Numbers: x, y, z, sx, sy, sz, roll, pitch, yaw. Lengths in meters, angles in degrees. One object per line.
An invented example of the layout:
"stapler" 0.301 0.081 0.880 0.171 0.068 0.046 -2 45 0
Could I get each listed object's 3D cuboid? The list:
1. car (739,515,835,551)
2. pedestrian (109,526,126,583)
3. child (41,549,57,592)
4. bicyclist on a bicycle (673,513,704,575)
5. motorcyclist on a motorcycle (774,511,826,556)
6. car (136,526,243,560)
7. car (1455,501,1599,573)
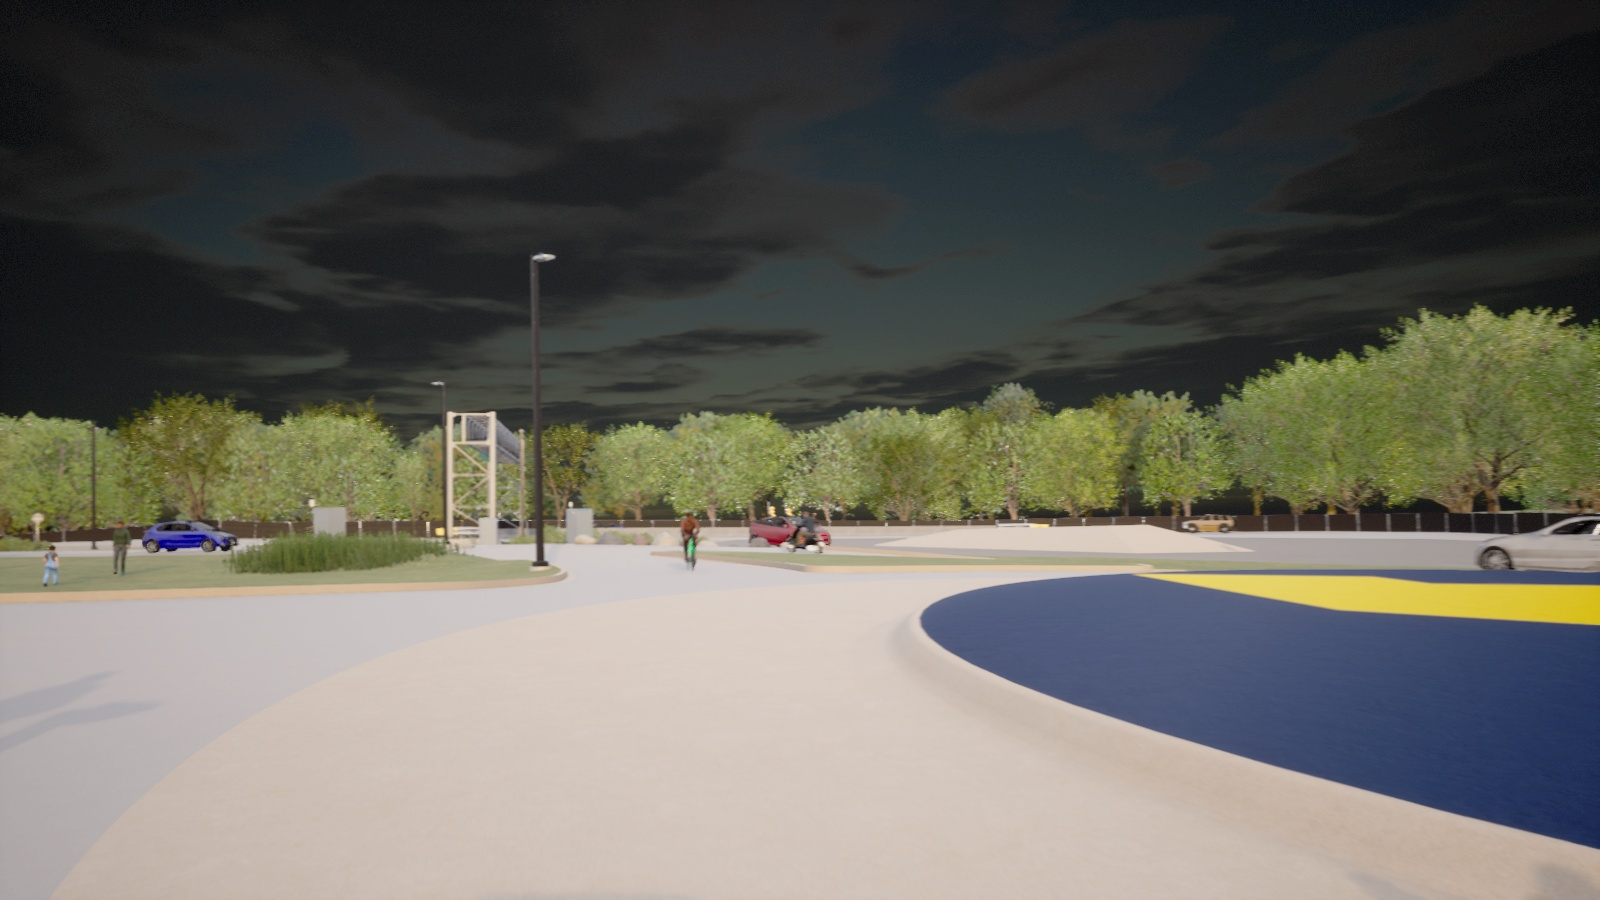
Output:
"car" -0.612 3.713 56.420 2.007 1.525 4.514 2 -4 -37
"pedestrian" -22.476 3.427 41.346 0.353 1.847 0.614 -1 -3 -16
"child" -22.382 3.582 37.427 0.270 1.263 0.437 -2 -3 -11
"bicyclist on a bicycle" -3.072 2.567 34.455 0.582 1.620 1.656 -2 -3 -12
"motorcyclist on a motorcycle" 0.003 3.083 46.658 1.817 1.590 0.866 -2 -3 43
"car" -28.716 4.358 59.132 4.193 1.474 1.816 -2 -2 5
"car" 19.060 2.115 30.710 2.152 1.651 5.027 2 -3 -31
